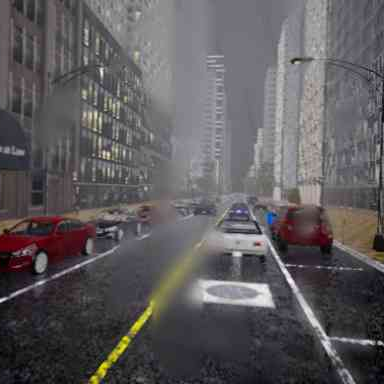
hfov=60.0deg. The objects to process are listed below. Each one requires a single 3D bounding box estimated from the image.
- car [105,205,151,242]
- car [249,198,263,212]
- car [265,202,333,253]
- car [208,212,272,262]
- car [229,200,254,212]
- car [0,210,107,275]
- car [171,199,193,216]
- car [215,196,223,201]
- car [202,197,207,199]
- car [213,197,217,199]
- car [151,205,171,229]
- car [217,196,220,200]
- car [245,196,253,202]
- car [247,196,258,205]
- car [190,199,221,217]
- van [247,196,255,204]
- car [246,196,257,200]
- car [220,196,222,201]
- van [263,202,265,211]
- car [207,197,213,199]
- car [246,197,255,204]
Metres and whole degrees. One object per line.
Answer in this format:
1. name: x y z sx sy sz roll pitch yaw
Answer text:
1. car: -3.655 1.469 15.725 2.008 1.369 4.403 1 0 8
2. car: 8.708 1.859 42.647 2.008 1.369 4.403 1 0 8
3. car: 4.641 1.468 14.524 2.192 1.841 5.009 1 0 8
4. car: 1.757 1.669 12.649 1.895 1.301 4.718 2 0 8
5. car: 4.323 1.714 30.392 2.033 1.411 5.357 2 0 8
6. car: -4.468 1.432 10.100 1.887 1.381 4.507 1 0 8
7. car: -1.212 1.563 32.599 2.008 1.369 4.403 1 0 8
8. car: 7.745 1.899 94.474 2.008 1.369 4.403 1 0 8
9. car: 0.417 1.625 43.849 2.008 1.369 4.403 1 0 8
10. car: 2.862 1.606 60.724 1.967 1.590 4.097 1 0 8
11. car: -2.841 1.532 21.349 1.802 1.307 4.206 1 0 8
12. car: 4.465 1.752 71.806 1.752 1.417 4.829 1 0 8
13. car: 16.037 2.023 93.273 1.967 1.590 4.097 1 0 8
14. car: 12.783 1.777 70.774 2.192 1.841 5.009 1 0 8
15. car: 1.366 1.648 32.127 1.994 1.385 4.181 2 0 8
16. van: 13.597 1.833 76.398 1.690 1.788 3.998 1 0 8
17. car: 11.969 1.746 65.148 2.192 1.841 5.009 1 0 8
18. car: 6.116 1.854 83.224 1.947 1.339 4.313 1 0 8
19. van: 5.455 1.525 20.149 1.690 1.788 3.998 1 0 8
20. car: 2.045 1.717 55.099 1.802 1.307 4.206 1 0 8
21. car: 14.410 1.963 82.023 1.967 1.590 4.097 1 0 8
